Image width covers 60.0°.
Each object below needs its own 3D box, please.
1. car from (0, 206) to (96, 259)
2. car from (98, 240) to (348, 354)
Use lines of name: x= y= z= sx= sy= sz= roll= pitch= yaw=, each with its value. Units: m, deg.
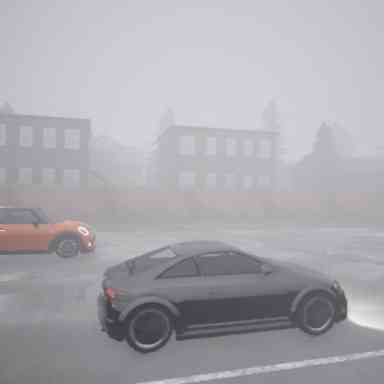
car: x=-5.652 y=1.277 z=11.430 sx=4.553 sy=1.767 sz=2.097 roll=1 pitch=0 yaw=-15
car: x=0.528 y=1.575 z=5.853 sx=4.181 sy=1.385 sz=1.994 roll=1 pitch=0 yaw=-15
